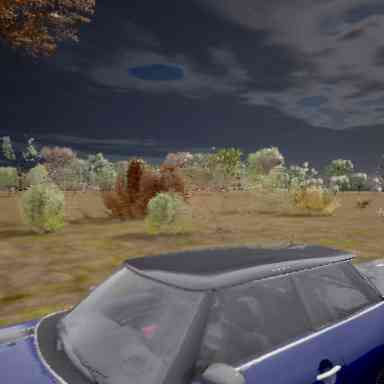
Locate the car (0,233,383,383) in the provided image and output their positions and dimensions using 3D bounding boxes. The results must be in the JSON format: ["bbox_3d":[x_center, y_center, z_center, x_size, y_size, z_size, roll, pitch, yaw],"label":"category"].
[{"bbox_3d":[-0.047,1.344,2.855,4.553,1.767,2.097,0,0,-35],"label":"car"}]
